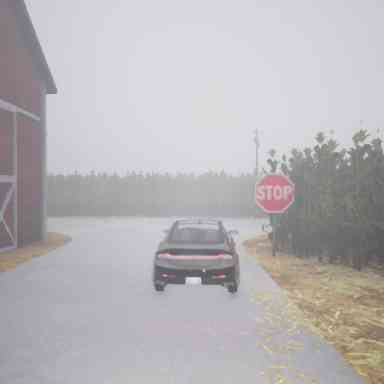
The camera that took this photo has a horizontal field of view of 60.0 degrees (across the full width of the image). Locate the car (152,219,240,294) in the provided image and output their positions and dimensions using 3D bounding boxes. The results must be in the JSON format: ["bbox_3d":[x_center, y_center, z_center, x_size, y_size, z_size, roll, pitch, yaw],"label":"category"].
[{"bbox_3d":[0.194,1.455,8.747,2.128,1.511,4.902,0,0,4],"label":"car"}]
